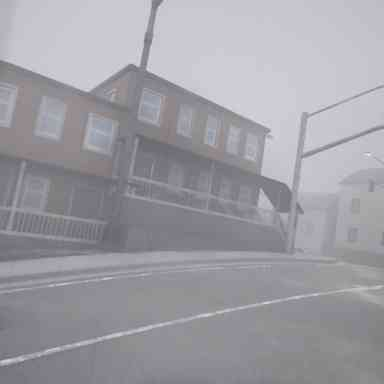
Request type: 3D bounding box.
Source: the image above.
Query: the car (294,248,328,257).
[{"bbox_3d":[9.702,5.692,29.280,1.812,1.442,4.674,14,-16,-34],"label":"car"}]
